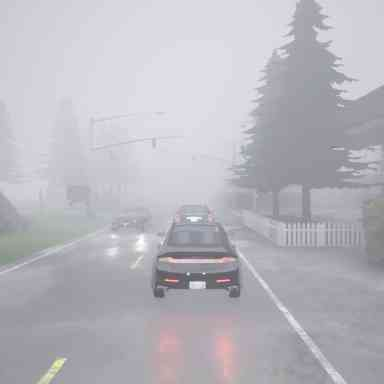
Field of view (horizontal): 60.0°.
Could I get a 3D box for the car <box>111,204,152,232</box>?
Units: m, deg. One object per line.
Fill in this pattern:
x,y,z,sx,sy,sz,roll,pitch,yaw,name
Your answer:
-3.522,1.507,20.159,1.837,1.490,4.892,0,-1,1,car

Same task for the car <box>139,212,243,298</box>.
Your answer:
0.100,1.492,8.517,2.128,1.511,4.902,0,0,0,car

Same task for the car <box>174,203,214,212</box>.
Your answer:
0.101,1.352,17.670,2.097,1.767,4.553,0,0,0,car
